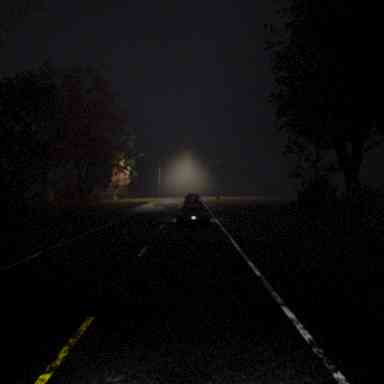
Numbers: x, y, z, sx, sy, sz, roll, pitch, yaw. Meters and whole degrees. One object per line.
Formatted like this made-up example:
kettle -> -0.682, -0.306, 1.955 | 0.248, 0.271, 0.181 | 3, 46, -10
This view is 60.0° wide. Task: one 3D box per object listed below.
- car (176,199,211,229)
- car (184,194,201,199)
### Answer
car -> 0.086, 1.355, 20.114 | 1.994, 1.385, 4.181 | 0, 1, 0
car -> 0.076, 0.965, 40.381 | 2.097, 1.767, 4.553 | 0, 0, 0
